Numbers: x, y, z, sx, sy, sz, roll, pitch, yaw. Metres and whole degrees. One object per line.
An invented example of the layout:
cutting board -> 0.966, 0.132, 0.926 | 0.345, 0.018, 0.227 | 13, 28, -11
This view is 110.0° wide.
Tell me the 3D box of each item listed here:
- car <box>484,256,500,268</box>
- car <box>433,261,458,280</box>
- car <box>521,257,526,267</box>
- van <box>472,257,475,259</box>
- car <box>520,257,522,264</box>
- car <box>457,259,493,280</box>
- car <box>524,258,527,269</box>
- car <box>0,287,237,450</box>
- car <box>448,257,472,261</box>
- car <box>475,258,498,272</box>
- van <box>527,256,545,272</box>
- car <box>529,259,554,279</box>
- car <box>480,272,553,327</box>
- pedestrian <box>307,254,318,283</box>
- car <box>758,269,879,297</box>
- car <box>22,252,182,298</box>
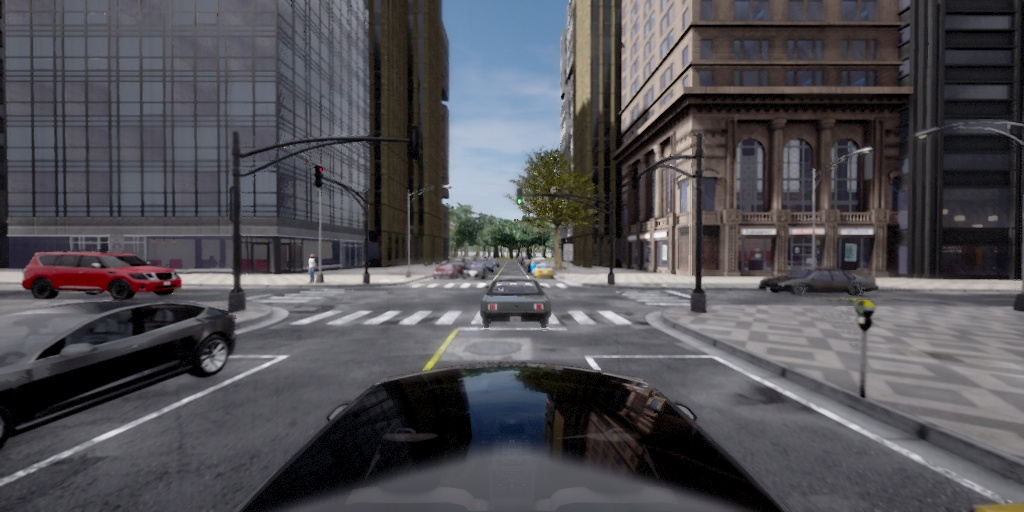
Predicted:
car -> -3.046, 1.192, 60.122 | 2.128, 1.511, 4.902 | 0, 0, 0
car -> -5.765, 1.326, 31.643 | 1.802, 1.307, 4.207 | 0, 0, 0
car -> 2.760, 1.236, 54.541 | 1.751, 1.417, 4.829 | 0, 0, 0
van -> -5.765, 1.072, 43.004 | 1.690, 1.789, 3.998 | 0, 0, 0
car -> 2.759, 1.244, 60.050 | 1.888, 1.381, 4.507 | 0, 0, 0
car -> -3.108, 1.236, 31.152 | 2.128, 1.511, 4.902 | 0, 0, 1
car -> 2.760, 1.297, 43.012 | 1.948, 1.339, 4.313 | 0, 0, 0
car -> -5.764, 1.317, 4.672 | 1.948, 1.339, 4.313 | 0, 0, 0
car -> -5.765, 1.053, 37.323 | 2.192, 1.841, 5.009 | 0, 0, 0
car -> -3.097, 1.278, 43.420 | 2.033, 1.411, 5.357 | 0, 0, 0
van -> 2.760, 1.079, 37.332 | 1.690, 1.789, 3.998 | 0, 0, 0
car -> 2.761, 1.269, 31.822 | 1.751, 1.417, 4.829 | 0, 0, 0
car -> 0.098, 1.353, 11.530 | 1.895, 1.301, 4.718 | 0, 0, 0
pedestrian -> -12.524, 0.752, 22.472 | 0.375, 1.860, 0.375 | 0, 0, 0
car -> 16.594, 1.411, 19.499 | 5.357, 1.411, 2.033 | 0, 1, 0
car -> -18.371, 0.845, 16.222 | 5.566, 2.045, 2.150 | 1, 1, 0
